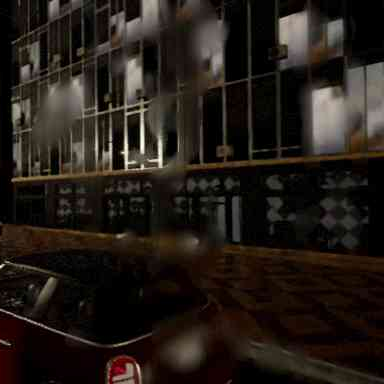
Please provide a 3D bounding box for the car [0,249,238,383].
[{"bbox_3d":[-1.606,1.426,4.038,4.097,1.590,1.967,0,-1,36],"label":"car"}]
